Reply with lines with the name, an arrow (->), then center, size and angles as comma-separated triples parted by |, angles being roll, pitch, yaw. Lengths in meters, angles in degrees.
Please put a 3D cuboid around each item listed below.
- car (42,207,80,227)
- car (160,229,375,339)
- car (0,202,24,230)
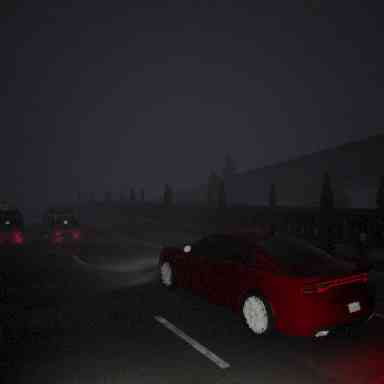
car -> -9.784, 1.775, 24.565 | 1.895, 1.301, 4.718 | 0, 0, -31
car -> 1.040, 1.511, 6.886 | 1.882, 1.535, 5.008 | 0, 0, -31
car -> -12.416, 1.664, 22.161 | 2.128, 1.511, 4.902 | 0, 0, -31
